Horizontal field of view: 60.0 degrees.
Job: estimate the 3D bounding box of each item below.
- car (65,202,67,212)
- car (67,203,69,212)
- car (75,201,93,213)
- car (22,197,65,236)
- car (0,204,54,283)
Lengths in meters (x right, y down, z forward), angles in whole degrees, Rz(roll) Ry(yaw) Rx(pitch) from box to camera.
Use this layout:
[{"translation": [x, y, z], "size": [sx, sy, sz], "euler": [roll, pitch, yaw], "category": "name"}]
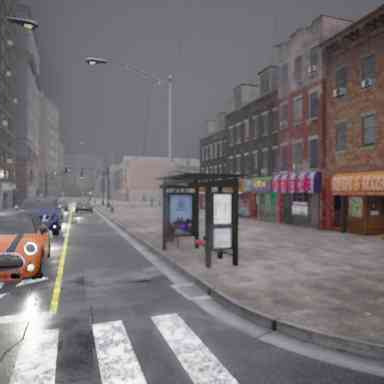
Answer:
[{"translation": [-12.192, 1.742, 29.007], "size": [1.895, 1.301, 4.718], "euler": [0, 0, -19], "category": "car"}, {"translation": [-16.702, 1.767, 42.054], "size": [1.994, 1.385, 4.181], "euler": [0, 0, -19], "category": "car"}, {"translation": [-13.075, 1.765, 40.234], "size": [1.994, 1.385, 4.181], "euler": [0, 0, -19], "category": "car"}, {"translation": [-8.667, 1.316, 19.006], "size": [2.150, 2.045, 5.566], "euler": [0, 0, -19], "category": "car"}, {"translation": [-5.396, 1.407, 9.780], "size": [2.097, 1.767, 4.553], "euler": [0, 0, -20], "category": "car"}]
